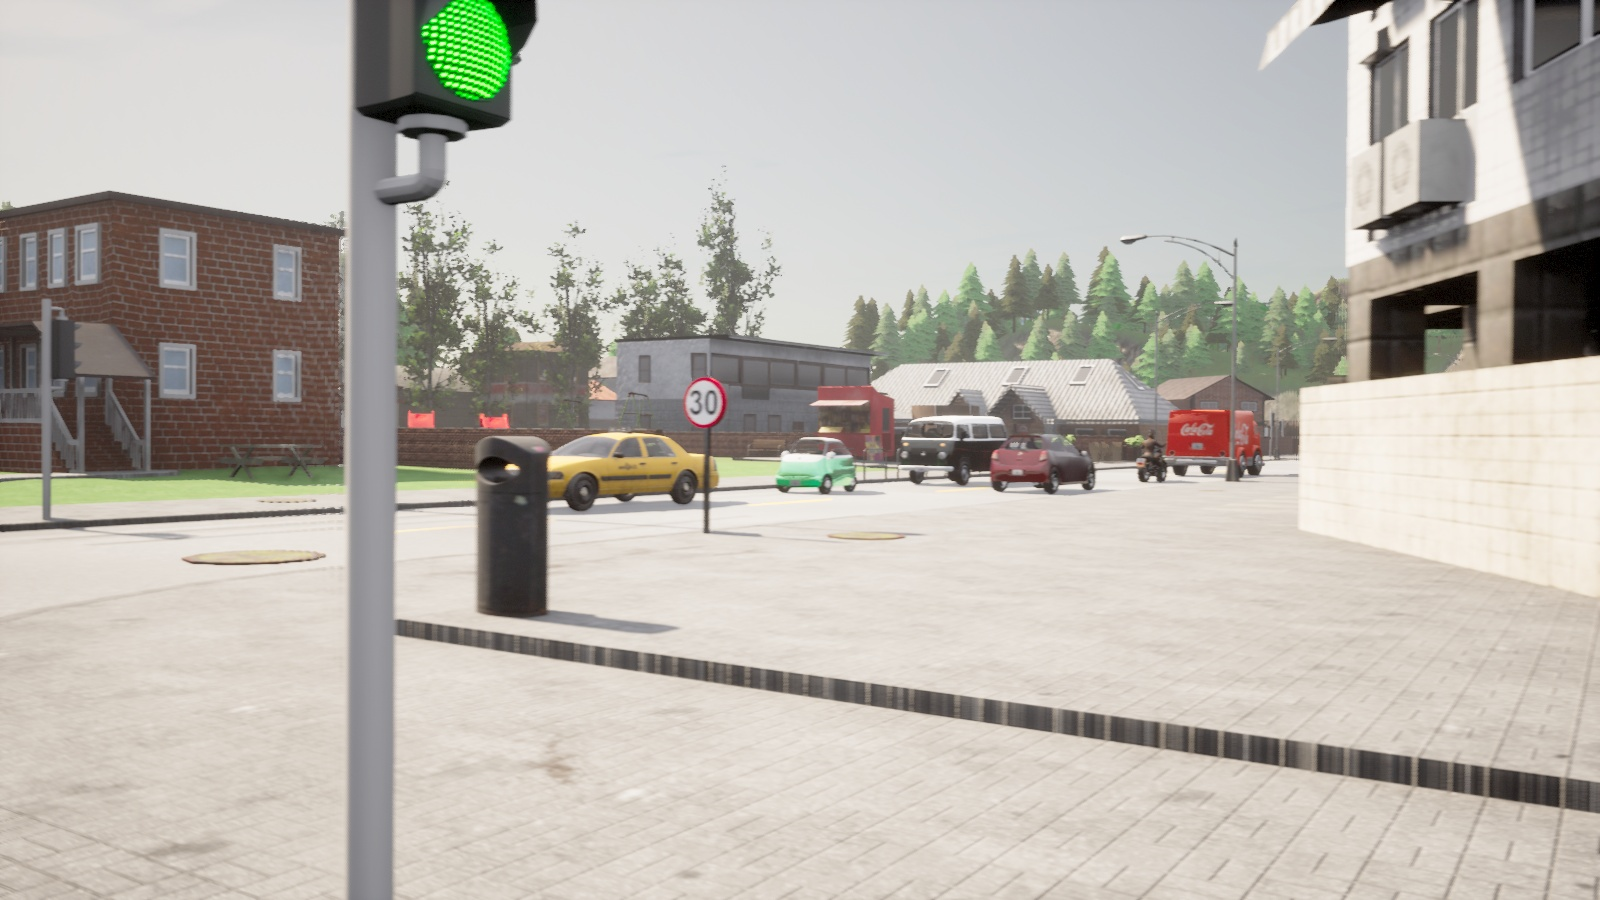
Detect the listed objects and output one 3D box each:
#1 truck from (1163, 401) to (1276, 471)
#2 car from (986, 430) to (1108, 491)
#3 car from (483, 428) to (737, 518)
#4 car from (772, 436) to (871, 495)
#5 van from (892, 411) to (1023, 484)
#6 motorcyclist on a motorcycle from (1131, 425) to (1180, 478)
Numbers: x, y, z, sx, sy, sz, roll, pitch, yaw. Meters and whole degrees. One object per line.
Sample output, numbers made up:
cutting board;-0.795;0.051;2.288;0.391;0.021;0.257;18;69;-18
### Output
truck;15.862;-0.545;47.305;2.627;2.467;5.204;0;1;36
car;6.528;0.237;32.891;1.845;1.501;3.633;0;1;34
car;-3.582;0.364;24.836;1.801;1.575;5.366;0;1;34
car;0.563;0.357;31.090;1.481;1.376;2.207;0;1;34
van;4.770;-0.099;37.440;2.069;2.038;4.480;0;1;34
motorcyclist on a motorcycle;11.421;0.028;40.317;0.766;1.649;2.350;0;1;35
